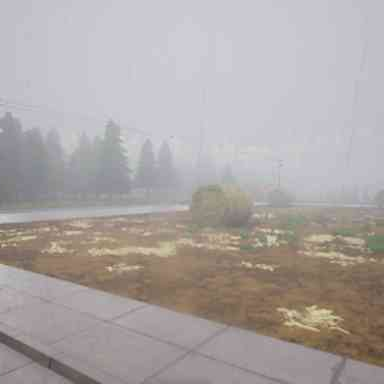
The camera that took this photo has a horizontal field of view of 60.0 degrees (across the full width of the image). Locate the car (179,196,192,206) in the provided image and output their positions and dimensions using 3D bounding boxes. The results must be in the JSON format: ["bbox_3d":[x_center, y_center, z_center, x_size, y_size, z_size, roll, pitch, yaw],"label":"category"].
[{"bbox_3d":[-0.031,1.361,51.656,1.837,1.490,4.892,0,0,37],"label":"car"}]
